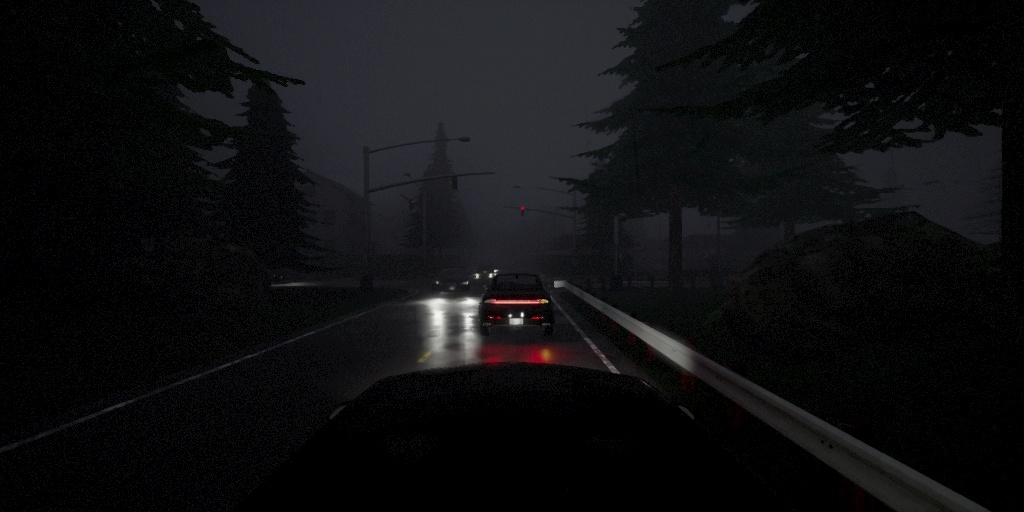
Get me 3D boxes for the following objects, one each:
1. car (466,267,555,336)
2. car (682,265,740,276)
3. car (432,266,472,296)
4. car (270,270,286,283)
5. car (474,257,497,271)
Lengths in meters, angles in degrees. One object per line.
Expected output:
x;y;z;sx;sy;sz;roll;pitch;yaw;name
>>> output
0.134;1.242;10.395;2.128;1.511;4.902;0;0;1;car
15.550;1.336;28.461;4.718;1.301;1.895;0;0;1;car
-3.189;1.269;19.447;1.812;1.442;4.674;1;0;-8;car
-18.681;1.237;25.331;4.892;1.490;1.837;1;0;1;car
-3.224;1.227;44.079;1.882;1.535;5.008;0;0;1;car
